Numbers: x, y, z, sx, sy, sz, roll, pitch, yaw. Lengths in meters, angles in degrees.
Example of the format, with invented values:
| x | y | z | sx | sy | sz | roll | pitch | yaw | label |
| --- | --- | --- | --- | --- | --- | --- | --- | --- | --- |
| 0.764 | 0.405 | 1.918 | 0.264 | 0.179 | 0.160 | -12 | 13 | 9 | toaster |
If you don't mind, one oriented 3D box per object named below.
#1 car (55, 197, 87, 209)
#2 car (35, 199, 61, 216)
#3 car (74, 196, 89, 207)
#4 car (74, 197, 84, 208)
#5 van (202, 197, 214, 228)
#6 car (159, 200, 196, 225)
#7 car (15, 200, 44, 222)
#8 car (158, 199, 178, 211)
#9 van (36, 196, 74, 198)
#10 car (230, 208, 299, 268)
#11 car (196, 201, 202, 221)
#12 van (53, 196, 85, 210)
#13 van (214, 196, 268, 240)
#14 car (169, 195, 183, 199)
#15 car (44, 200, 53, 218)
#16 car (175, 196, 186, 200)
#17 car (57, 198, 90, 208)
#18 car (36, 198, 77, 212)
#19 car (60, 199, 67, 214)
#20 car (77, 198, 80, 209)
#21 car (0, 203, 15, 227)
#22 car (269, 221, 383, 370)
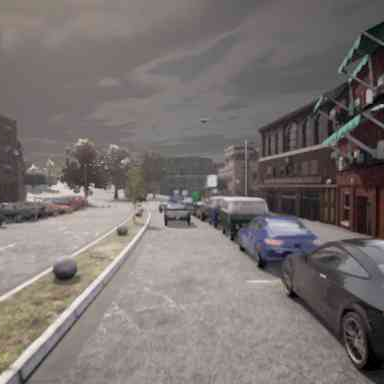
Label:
| x | y | z | sx | sy | sz | roll | pitch | yaw | label |
| --- | --- | --- | --- | --- | --- | --- | --- | --- | --- |
| -19.453 | 1.736 | 53.582 | 4.553 | 1.767 | 2.185 | 0 | 0 | -11 | car |
| -15.682 | 1.724 | 32.164 | 4.792 | 1.488 | 2.163 | 0 | -1 | -7 | car |
| -18.385 | 1.582 | 48.185 | 5.566 | 2.045 | 2.435 | 0 | 0 | -11 | car |
| -17.812 | 1.845 | 45.517 | 4.792 | 1.488 | 2.163 | 0 | 0 | -10 | car |
| 2.040 | 1.288 | 22.258 | 1.878 | 1.987 | 4.442 | 0 | 0 | -4 | van |
| -1.162 | 1.559 | 24.676 | 2.128 | 1.511 | 4.902 | 0 | -1 | -5 | car |
| -15.036 | 1.634 | 26.742 | 4.892 | 1.521 | 2.231 | 0 | -1 | -6 | car |
| -3.236 | 1.837 | 41.528 | 1.895 | 1.301 | 4.718 | 0 | 0 | -9 | car |
| -17.038 | 1.548 | 40.245 | 4.442 | 1.987 | 1.878 | 0 | 0 | -9 | van |
| 2.736 | 1.489 | 11.069 | 2.002 | 1.452 | 4.674 | 0 | 0 | -2 | car |
| 1.535 | 1.600 | 27.692 | 2.163 | 1.488 | 4.792 | 0 | -1 | -5 | car |
| -18.777 | 1.621 | 50.906 | 4.442 | 1.987 | 1.878 | 0 | 0 | -11 | van |
| 2.455 | 1.244 | 16.735 | 1.878 | 1.987 | 4.442 | 0 | 0 | -3 | van |
| -2.475 | 1.535 | 53.620 | 2.150 | 2.045 | 5.566 | 0 | 0 | -11 | car |
| -15.392 | 1.695 | 29.451 | 4.792 | 1.488 | 2.163 | 0 | -1 | -7 | car |
| -0.730 | 1.718 | 43.807 | 1.882 | 1.535 | 5.008 | 0 | 0 | -9 | car |
| -19.947 | 1.875 | 56.292 | 4.892 | 1.521 | 2.231 | 0 | 0 | -11 | car |
| -16.307 | 1.745 | 37.592 | 5.366 | 1.575 | 1.946 | 0 | -1 | -9 | car |
| -16.089 | 1.763 | 34.865 | 4.674 | 1.452 | 2.002 | 0 | -1 | -8 | car |
| -17.374 | 1.836 | 42.938 | 4.674 | 1.452 | 2.002 | 0 | 0 | -10 | car |
| -14.444 | 1.593 | 21.184 | 4.792 | 1.488 | 2.163 | 0 | -1 | -5 | car |
| 2.929 | 1.491 | 5.530 | 2.002 | 1.452 | 4.674 | 0 | 0 | -1 | car |
